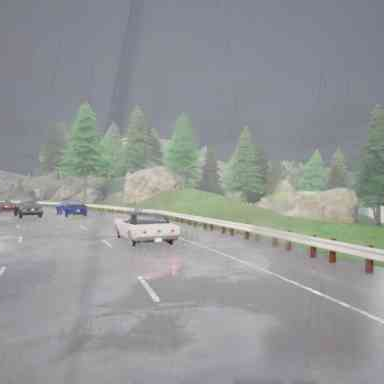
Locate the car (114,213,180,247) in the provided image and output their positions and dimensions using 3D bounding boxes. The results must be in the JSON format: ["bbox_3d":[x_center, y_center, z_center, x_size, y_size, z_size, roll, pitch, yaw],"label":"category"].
[{"bbox_3d":[-2.244,1.600,15.200,1.895,1.301,4.718,0,0,-24],"label":"car"}]

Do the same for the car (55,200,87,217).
[{"bbox_3d":[-11.339,1.475,30.967,1.882,1.535,5.008,0,0,-35],"label":"car"}]

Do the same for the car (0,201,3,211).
[{"bbox_3d":[-15.026,1.503,24.043,1.837,1.490,4.892,0,0,-32],"label":"car"}]

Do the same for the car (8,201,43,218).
[{"bbox_3d":[-14.809,1.546,29.933,2.033,1.411,5.357,0,0,-35],"label":"car"}]

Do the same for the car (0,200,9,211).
[{"bbox_3d":[-21.740,1.562,38.063,1.994,1.385,4.181,0,0,-43],"label":"car"}]
